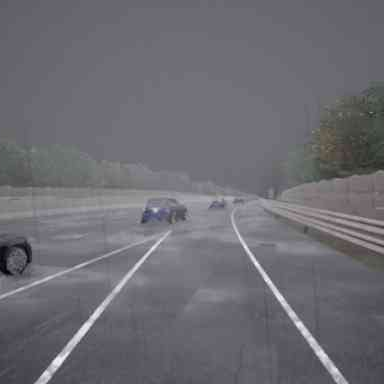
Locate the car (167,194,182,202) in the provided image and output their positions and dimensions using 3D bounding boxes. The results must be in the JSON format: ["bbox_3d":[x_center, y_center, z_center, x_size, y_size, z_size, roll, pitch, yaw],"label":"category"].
[{"bbox_3d":[-4.380,1.445,84.901,2.150,2.045,5.566,0,0,14],"label":"car"}]

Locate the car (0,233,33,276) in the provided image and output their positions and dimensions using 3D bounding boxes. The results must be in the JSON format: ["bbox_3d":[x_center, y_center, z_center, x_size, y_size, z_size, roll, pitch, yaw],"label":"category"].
[{"bbox_3d":[-5.616,1.391,7.135,2.128,1.511,4.902,-1,1,14],"label":"car"}]

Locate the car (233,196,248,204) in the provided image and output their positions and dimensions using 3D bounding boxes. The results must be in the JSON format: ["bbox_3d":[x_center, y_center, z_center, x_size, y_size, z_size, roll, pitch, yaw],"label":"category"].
[{"bbox_3d":[10.039,1.547,70.320,2.097,1.767,4.553,0,0,14],"label":"car"}]

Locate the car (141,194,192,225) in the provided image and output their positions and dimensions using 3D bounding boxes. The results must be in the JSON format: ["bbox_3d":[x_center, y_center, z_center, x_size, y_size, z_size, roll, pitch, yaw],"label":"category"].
[{"bbox_3d":[-1.762,1.169,22.639,2.097,1.767,4.553,0,0,14],"label":"car"}]

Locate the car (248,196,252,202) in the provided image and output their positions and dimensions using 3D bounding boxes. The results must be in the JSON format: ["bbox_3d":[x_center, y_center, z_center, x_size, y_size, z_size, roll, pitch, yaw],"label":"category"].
[{"bbox_3d":[13.073,1.838,82.582,1.994,1.385,4.181,0,0,14],"label":"car"}]

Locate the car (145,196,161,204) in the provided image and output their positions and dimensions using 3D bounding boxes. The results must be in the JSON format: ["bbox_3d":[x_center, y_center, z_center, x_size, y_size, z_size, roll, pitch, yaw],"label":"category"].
[{"bbox_3d":[-8.178,1.625,69.559,1.812,1.442,4.674,0,0,14],"label":"car"}]

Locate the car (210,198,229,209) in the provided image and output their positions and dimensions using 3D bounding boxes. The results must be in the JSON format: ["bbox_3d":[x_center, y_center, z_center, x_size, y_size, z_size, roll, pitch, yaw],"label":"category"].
[{"bbox_3d":[3.587,1.509,44.254,1.812,1.442,4.674,0,0,14],"label":"car"}]
